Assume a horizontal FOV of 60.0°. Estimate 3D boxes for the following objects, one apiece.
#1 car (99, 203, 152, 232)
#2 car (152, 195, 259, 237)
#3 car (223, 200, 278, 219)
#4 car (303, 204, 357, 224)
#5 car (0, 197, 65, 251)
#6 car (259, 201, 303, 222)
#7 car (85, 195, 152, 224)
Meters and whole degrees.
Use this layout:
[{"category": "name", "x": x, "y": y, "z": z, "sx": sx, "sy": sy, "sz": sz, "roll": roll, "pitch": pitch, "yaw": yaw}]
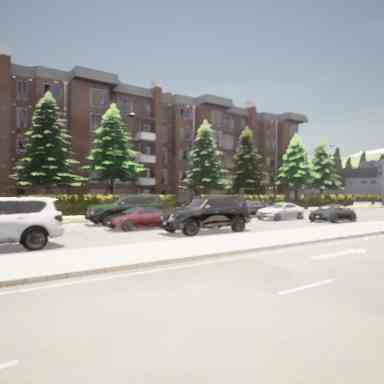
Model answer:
[{"category": "car", "x": -3.118, "y": 1.581, "z": 20.183, "sx": 4.181, "sy": 1.385, "sz": 1.994, "roll": 0, "pitch": 0, "yaw": -36}, {"category": "car", "x": 0.845, "y": 1.251, "z": 18.696, "sx": 5.566, "sy": 2.045, "sz": 2.150, "roll": 0, "pitch": 0, "yaw": -35}, {"category": "car", "x": 5.409, "y": 1.564, "z": 30.504, "sx": 4.902, "sy": 1.511, "sz": 2.128, "roll": 0, "pitch": 0, "yaw": -35}, {"category": "car", "x": 10.933, "y": 1.651, "z": 25.832, "sx": 4.181, "sy": 1.385, "sz": 1.994, "roll": 0, "pitch": 0, "yaw": -35}, {"category": "car", "x": -7.772, "y": 1.206, "z": 12.578, "sx": 5.566, "sy": 2.045, "sz": 2.150, "roll": 0, "pitch": 0, "yaw": -35}, {"category": "car", "x": 7.426, "y": 1.602, "z": 27.641, "sx": 4.674, "sy": 1.442, "sz": 1.812, "roll": 0, "pitch": 0, "yaw": -35}, {"category": "car", "x": -4.571, "y": 1.237, "z": 23.436, "sx": 5.566, "sy": 2.045, "sz": 2.150, "roll": 0, "pitch": 0, "yaw": -35}]
